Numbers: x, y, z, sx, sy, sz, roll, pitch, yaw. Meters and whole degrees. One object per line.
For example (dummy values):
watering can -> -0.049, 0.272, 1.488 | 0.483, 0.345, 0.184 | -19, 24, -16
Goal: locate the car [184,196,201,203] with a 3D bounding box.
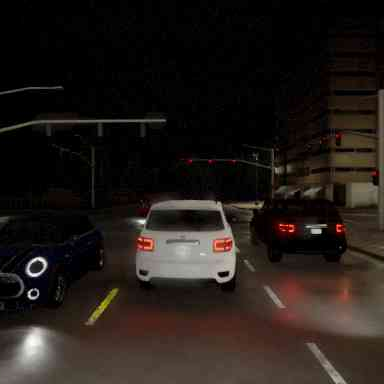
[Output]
car -> 0.092, 1.506, 69.095 | 1.837, 1.490, 4.892 | 0, 0, 23

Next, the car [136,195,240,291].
car -> 0.021, 1.221, 9.198 | 2.150, 2.045, 5.566 | 0, 0, 4

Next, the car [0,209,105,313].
car -> -3.599, 1.352, 7.894 | 2.097, 1.767, 4.553 | 0, 0, 0

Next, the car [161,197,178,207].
car -> -3.423, 1.547, 51.510 | 2.033, 1.411, 5.357 | 0, 0, 2

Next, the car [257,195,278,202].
car -> 18.243, 1.540, 80.268 | 5.357, 1.411, 2.033 | 0, 0, -33

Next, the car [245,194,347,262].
car -> 3.584, 1.221, 12.222 | 2.150, 2.045, 5.566 | 0, 0, 0

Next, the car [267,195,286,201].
car -> 21.885, 1.524, 86.292 | 4.674, 1.442, 1.812 | 0, 0, -22

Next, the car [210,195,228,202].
car -> 6.421, 1.500, 79.044 | 1.837, 1.490, 4.892 | 0, 0, 38

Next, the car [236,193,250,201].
car -> 13.115, 1.225, 80.779 | 5.566, 2.045, 2.150 | 0, 0, -41

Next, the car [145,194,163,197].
car -> -3.591, 1.251, 31.825 | 2.150, 2.045, 5.566 | 0, 0, 0
